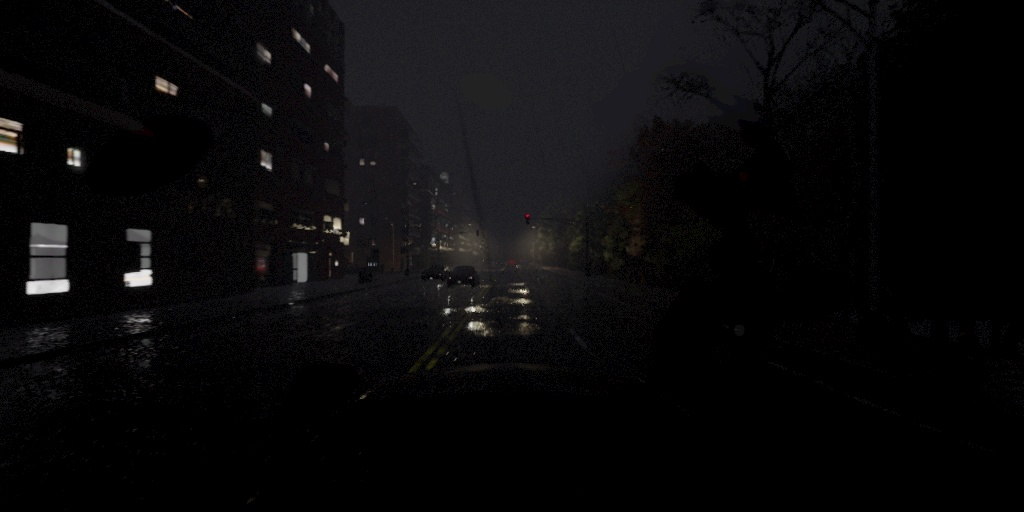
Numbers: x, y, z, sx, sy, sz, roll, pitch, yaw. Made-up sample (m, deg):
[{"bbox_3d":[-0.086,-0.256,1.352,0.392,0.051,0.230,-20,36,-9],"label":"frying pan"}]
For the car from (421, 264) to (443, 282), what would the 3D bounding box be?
[{"bbox_3d":[-6.538,1.452,31.786,2.033,1.411,5.357,0,0,1],"label":"car"}]

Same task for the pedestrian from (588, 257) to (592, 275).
[{"bbox_3d":[8.010,1.072,36.930,0.375,1.860,0.375,0,0,0],"label":"pedestrian"}]

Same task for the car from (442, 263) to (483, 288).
[{"bbox_3d":[-3.332,1.394,25.066,1.812,1.442,4.674,0,-1,0],"label":"car"}]

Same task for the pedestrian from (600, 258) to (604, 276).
[{"bbox_3d":[8.989,1.065,35.730,0.375,1.860,0.375,0,0,0],"label":"pedestrian"}]

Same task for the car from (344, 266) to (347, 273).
[{"bbox_3d":[-22.659,1.545,42.104,5.009,1.841,2.192,0,0,-1],"label":"car"}]

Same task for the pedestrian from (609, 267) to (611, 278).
[{"bbox_3d":[9.971,1.628,36.327,0.500,1.100,0.500,0,0,0],"label":"pedestrian"}]

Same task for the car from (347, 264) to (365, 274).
[{"bbox_3d":[-22.781,1.849,50.751,4.207,1.307,1.802,0,0,-1],"label":"car"}]
